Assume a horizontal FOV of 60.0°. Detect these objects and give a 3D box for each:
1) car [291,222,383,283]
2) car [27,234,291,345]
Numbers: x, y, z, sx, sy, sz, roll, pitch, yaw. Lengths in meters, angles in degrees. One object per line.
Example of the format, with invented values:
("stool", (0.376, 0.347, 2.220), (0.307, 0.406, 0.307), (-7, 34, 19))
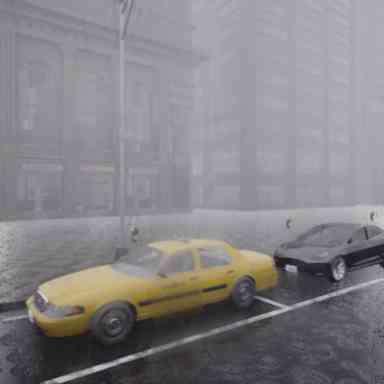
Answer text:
("car", (4.302, 1.574, 9.718), (4.313, 1.339, 1.947), (0, 0, -35))
("car", (-0.429, 1.528, 6.345), (4.829, 1.417, 1.752), (0, 0, -35))
